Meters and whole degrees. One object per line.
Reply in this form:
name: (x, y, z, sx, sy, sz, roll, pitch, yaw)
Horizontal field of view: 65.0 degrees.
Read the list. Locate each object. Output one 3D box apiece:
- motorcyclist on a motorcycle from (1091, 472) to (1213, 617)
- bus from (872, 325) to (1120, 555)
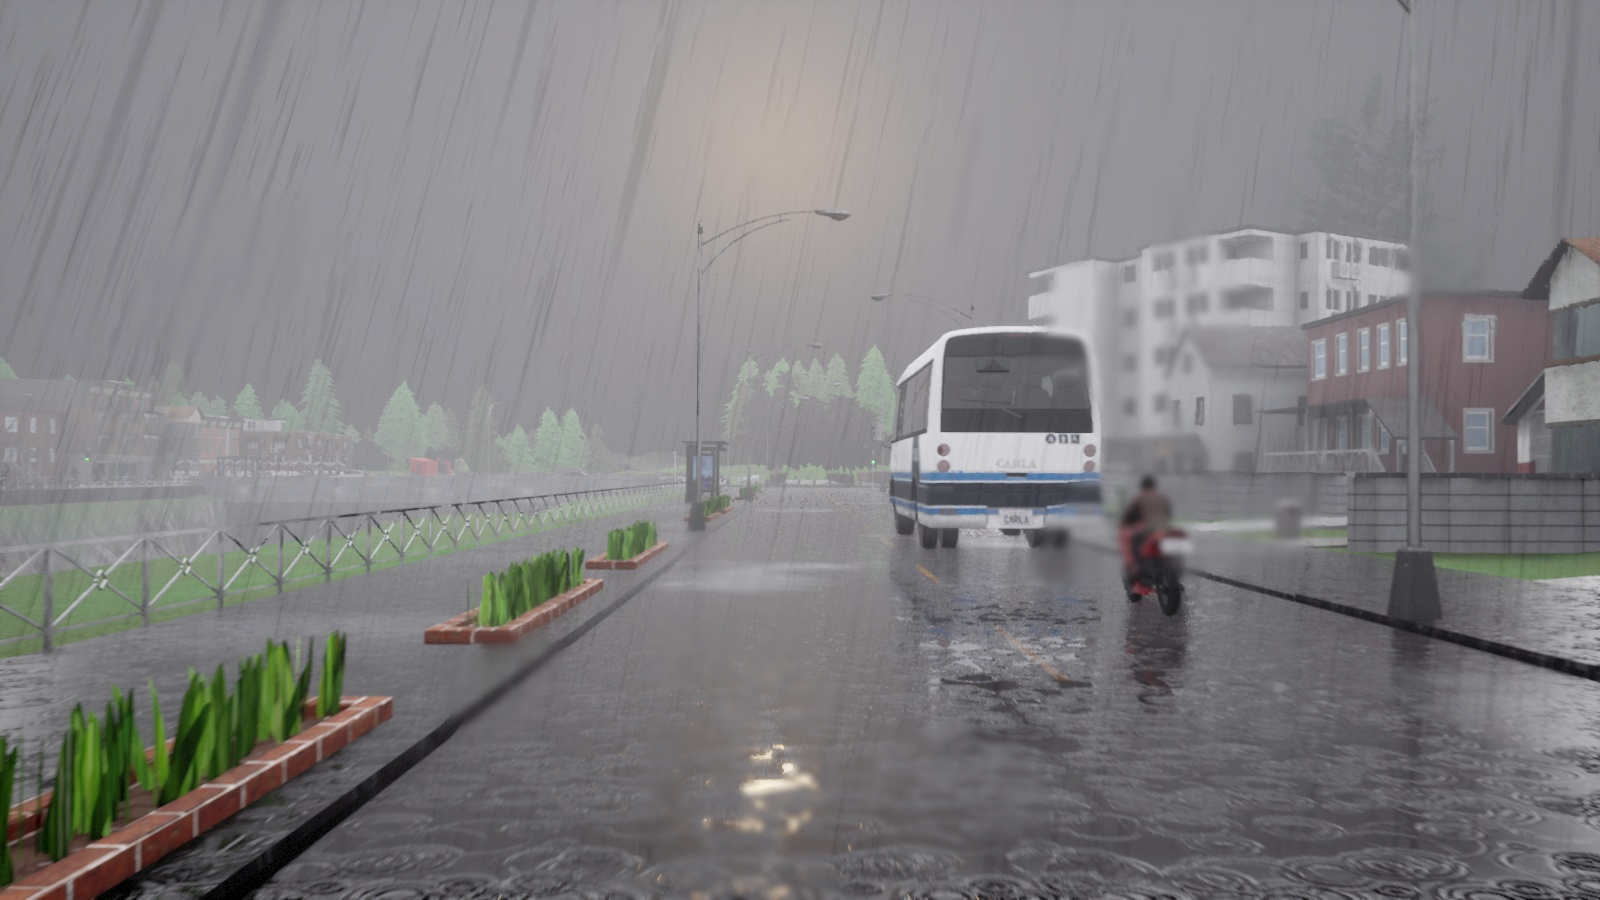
motorcyclist on a motorcycle: (3.967, 1.021, 14.318, 0.797, 1.523, 2.044, 0, -1, 0)
bus: (3.928, -0.102, 28.402, 3.944, 4.253, 10.273, 0, -1, 0)
